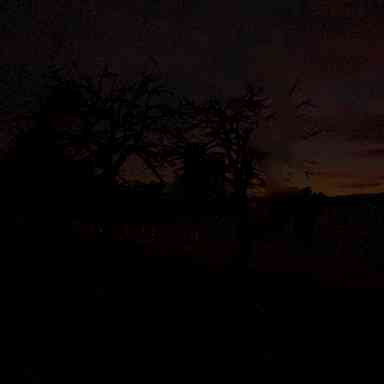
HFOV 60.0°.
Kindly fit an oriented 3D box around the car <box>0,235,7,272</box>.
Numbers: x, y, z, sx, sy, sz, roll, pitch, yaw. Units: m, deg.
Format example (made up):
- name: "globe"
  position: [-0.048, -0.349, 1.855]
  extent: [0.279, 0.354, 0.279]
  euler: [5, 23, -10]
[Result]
- name: "car"
  position: [-7.072, 1.473, 10.010]
  extent: [1.970, 1.475, 3.806]
  euler: [3, -3, -44]
